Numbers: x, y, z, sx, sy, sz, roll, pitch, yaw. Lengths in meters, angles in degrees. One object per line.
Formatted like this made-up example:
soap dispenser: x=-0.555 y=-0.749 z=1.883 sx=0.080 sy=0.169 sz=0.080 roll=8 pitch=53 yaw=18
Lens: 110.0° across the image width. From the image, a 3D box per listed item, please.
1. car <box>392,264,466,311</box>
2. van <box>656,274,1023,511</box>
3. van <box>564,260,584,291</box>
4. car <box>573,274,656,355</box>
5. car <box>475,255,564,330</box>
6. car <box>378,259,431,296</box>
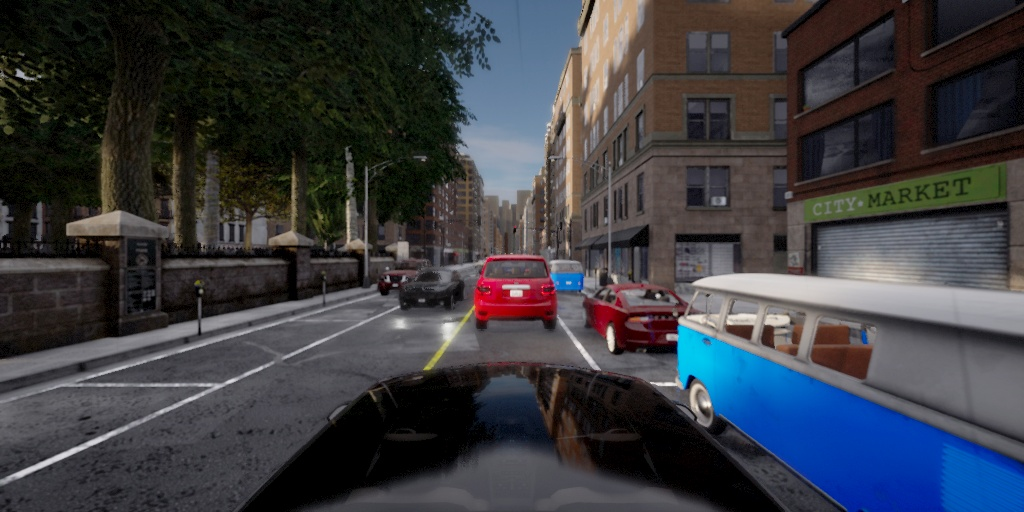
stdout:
car: x=-3.085 y=1.259 z=14.781 sx=1.882 sy=1.535 sz=5.008 roll=0 pitch=0 yaw=0
van: x=2.857 y=1.094 z=2.936 sx=1.690 sy=1.789 sz=3.998 roll=0 pitch=0 yaw=0
van: x=2.866 y=1.134 z=19.918 sx=1.690 sy=1.789 sz=3.998 roll=0 pitch=0 yaw=0
car: x=2.860 y=1.312 z=8.597 sx=1.888 sy=1.381 sz=4.507 roll=0 pitch=0 yaw=0
car: x=0.102 y=0.995 z=11.262 sx=2.150 sy=2.045 sz=5.566 roll=0 pitch=0 yaw=0
car: x=-5.658 y=1.107 z=19.883 sx=2.192 sy=1.841 sz=5.009 roll=0 pitch=0 yaw=0
